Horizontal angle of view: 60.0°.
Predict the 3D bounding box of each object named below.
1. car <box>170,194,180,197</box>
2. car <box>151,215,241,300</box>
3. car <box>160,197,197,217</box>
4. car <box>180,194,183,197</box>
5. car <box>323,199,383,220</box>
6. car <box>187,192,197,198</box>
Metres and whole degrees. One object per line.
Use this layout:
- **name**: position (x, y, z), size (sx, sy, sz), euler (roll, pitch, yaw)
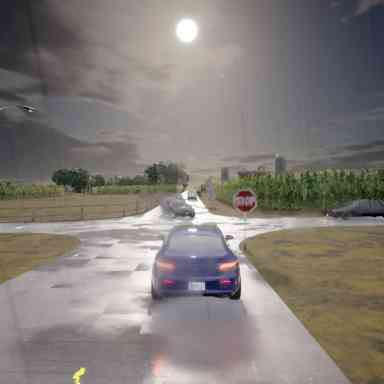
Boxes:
- **car**: position (-2.874, 1.330, 41.046), size (1.882, 1.535, 5.008), euler (0, 0, 0)
- **car**: position (0.087, 1.525, 8.268), size (1.812, 1.442, 4.674), euler (0, 0, 0)
- **car**: position (-1.304, 1.450, 28.505), size (1.837, 1.490, 4.892), euler (-1, 1, -22)
- **car**: position (-2.871, 1.357, 53.128), size (1.895, 1.301, 4.718), euler (0, 0, 0)
- **car**: position (12.618, 1.256, 24.573), size (5.357, 1.411, 2.033), euler (-1, 0, -2)
- **car**: position (0.061, 1.186, 69.570), size (1.895, 1.301, 4.718), euler (0, 1, 0)
